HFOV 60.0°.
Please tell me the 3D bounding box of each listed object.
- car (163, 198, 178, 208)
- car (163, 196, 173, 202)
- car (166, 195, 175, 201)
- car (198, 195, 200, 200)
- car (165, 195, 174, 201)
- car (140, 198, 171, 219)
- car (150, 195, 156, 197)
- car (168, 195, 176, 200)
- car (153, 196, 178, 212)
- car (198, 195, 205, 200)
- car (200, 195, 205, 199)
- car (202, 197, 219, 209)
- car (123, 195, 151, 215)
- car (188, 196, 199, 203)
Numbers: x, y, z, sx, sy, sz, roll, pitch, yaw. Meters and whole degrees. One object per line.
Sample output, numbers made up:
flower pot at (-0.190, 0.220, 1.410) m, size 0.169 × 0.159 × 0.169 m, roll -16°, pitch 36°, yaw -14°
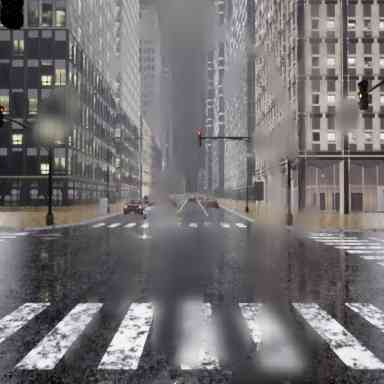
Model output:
car at (-3.095, 1.620, 49.134) m, size 1.895 × 1.301 × 4.718 m, roll 0°, pitch 0°, yaw 0°
car at (-5.680, 1.582, 78.305) m, size 2.008 × 1.369 × 4.403 m, roll 1°, pitch 0°, yaw 0°
car at (-5.681, 1.587, 89.455) m, size 2.008 × 1.369 × 4.403 m, roll 1°, pitch 0°, yaw 0°
car at (2.701, 1.590, 61.649) m, size 1.947 × 1.339 × 4.313 m, roll 1°, pitch 0°, yaw 0°
car at (-5.680, 1.578, 83.880) m, size 1.887 × 1.381 × 4.507 m, roll 1°, pitch 0°, yaw 0°
car at (-3.106, 1.537, 29.176) m, size 1.812 × 1.442 × 4.674 m, roll 0°, pitch 0°, yaw 0°
car at (-5.674, 1.332, 44.854) m, size 2.192 × 1.841 × 5.009 m, roll 1°, pitch 0°, yaw 0°
car at (-5.681, 1.605, 95.030) m, size 1.947 × 1.339 × 4.313 m, roll 1°, pitch 0°, yaw 0°
car at (-3.102, 1.562, 38.840) m, size 2.033 × 1.411 × 5.357 m, roll 0°, pitch 0°, yaw 0°
car at (2.699, 1.584, 95.112) m, size 1.887 × 1.381 × 4.507 m, roll 1°, pitch 0°, yaw 0°
car at (2.702, 1.547, 56.242) m, size 1.752 × 1.417 × 4.829 m, roll 1°, pitch 0°, yaw 0°
car at (2.701, 1.599, 44.916) m, size 1.802 × 1.307 × 4.206 m, roll 1°, pitch 0°, yaw 0°
car at (-5.676, 1.453, 33.704) m, size 1.967 × 1.590 × 4.097 m, roll 1°, pitch 0°, yaw 0°
car at (0.080, 1.574, 70.418) m, size 2.033 × 1.411 × 5.357 m, roll 0°, pitch 0°, yaw 0°
